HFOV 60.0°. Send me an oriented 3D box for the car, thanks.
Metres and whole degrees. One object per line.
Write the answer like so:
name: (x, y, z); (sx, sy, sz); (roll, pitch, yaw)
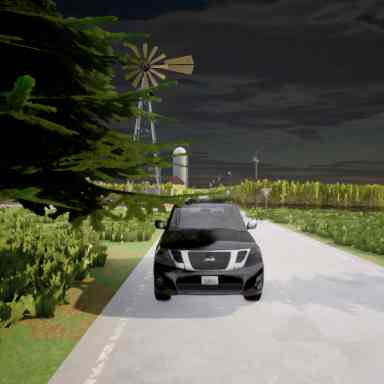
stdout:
car: (0.334, 1.221, 8.691); (2.150, 2.045, 5.566); (0, 0, 0)
